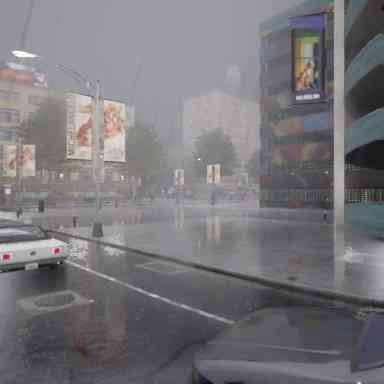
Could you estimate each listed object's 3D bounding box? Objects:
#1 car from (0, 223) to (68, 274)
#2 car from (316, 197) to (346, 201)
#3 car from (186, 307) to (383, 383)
[{"bbox_3d":[-5.604,1.601,10.088,1.895,1.301,4.718,0,0,-43],"label":"car"},{"bbox_3d":[17.422,1.320,42.551,4.674,1.452,2.002,0,0,-42],"label":"car"},{"bbox_3d":[2.541,1.547,2.274,5.357,1.411,2.033,0,0,34],"label":"car"}]
